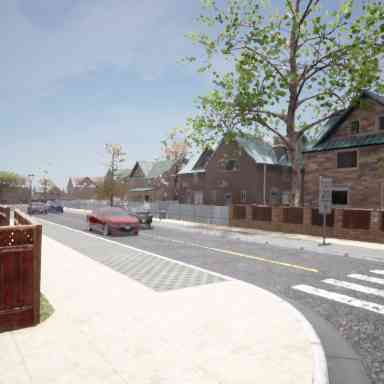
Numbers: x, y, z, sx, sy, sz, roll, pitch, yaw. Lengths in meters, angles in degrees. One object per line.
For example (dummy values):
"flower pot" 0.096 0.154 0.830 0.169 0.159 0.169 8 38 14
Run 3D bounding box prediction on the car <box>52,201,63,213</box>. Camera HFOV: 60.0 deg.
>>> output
"car" -19.891 2.008 47.366 2.097 1.767 4.553 2 -2 -34

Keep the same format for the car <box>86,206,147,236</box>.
"car" -4.847 1.685 19.932 1.882 1.535 5.008 2 -2 -34

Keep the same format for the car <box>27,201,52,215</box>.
"car" -18.977 2.014 40.903 1.837 1.490 4.892 2 -2 -34

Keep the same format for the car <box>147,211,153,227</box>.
"car" -4.680 1.818 24.939 2.128 1.511 4.902 2 -2 -34
